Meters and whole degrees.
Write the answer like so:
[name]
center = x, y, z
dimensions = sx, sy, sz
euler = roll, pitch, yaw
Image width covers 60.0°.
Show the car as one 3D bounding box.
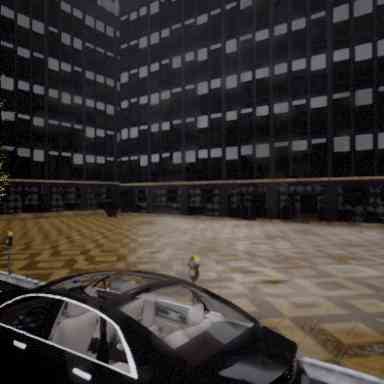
[car]
center = -1.060, 1.552, 3.597
dimensions = 4.403, 1.369, 2.008
euler = 0, 0, 36
